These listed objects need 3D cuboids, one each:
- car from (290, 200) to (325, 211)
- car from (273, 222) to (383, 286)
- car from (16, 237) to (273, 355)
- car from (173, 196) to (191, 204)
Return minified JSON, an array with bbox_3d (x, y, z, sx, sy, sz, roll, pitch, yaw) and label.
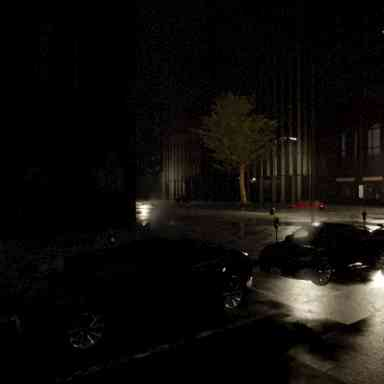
[{"bbox_3d":[14.311,1.623,41.358,1.994,1.385,4.181,0,0,-36],"label":"car"},{"bbox_3d":[3.817,1.566,9.402,4.313,1.339,1.947,0,0,-36],"label":"car"},{"bbox_3d":[-0.762,1.566,6.116,4.313,1.339,1.947,0,0,-36],"label":"car"},{"bbox_3d":[-2.176,1.643,69.786,1.837,1.490,4.892,0,0,-36],"label":"car"}]
